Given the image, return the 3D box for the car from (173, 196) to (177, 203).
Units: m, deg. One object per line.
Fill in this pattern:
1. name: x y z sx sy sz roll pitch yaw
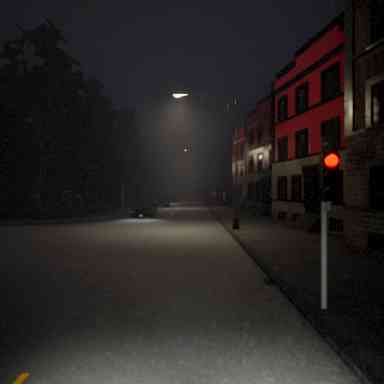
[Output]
1. car: -3.976 1.485 66.127 1.895 1.301 4.718 0 0 0

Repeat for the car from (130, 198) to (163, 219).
1. car: -4.083 1.496 29.215 2.033 1.411 5.357 0 0 0

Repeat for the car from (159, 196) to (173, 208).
1. car: -4.067 1.445 45.709 1.812 1.442 4.674 0 0 0
